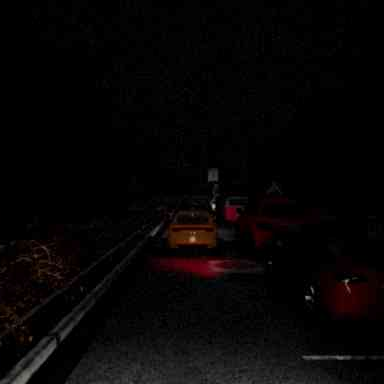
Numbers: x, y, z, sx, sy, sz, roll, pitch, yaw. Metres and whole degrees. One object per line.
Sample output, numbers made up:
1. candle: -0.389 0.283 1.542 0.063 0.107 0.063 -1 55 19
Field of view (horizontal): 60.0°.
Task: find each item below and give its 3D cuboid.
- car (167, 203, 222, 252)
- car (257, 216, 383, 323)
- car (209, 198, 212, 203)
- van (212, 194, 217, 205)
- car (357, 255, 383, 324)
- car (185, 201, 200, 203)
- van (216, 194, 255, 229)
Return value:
1. car: 0.050 1.479 14.054 1.882 1.535 5.008 0 0 1
2. car: 3.049 1.514 7.313 2.163 1.488 4.792 0 0 0
3. car: 3.044 1.198 35.044 2.435 2.045 5.566 0 0 0
4. van: 3.046 1.236 29.586 1.878 1.987 4.442 0 0 0
5. car: 3.051 1.521 1.734 2.002 1.452 4.674 0 0 0
6. car: 0.038 1.491 27.944 1.837 1.490 4.892 0 0 1
7. van: 3.046 1.246 24.039 1.878 1.987 4.442 0 0 0
